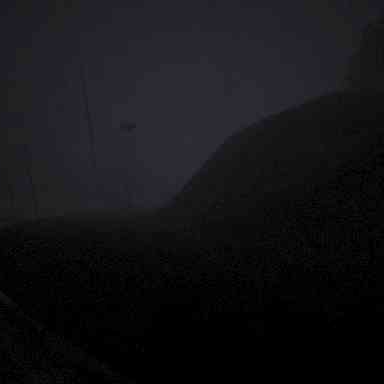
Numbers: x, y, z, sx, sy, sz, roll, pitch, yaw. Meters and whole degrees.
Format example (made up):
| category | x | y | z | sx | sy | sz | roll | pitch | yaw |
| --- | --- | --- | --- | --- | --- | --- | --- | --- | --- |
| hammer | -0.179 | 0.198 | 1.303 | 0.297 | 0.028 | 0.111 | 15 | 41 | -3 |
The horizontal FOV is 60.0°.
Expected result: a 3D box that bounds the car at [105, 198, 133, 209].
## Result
| category | x | y | z | sx | sy | sz | roll | pitch | yaw |
| --- | --- | --- | --- | --- | --- | --- | --- | --- | --- |
| car | -11.397 | 1.765 | 52.145 | 2.097 | 1.767 | 4.553 | 0 | -1 | 32 |
